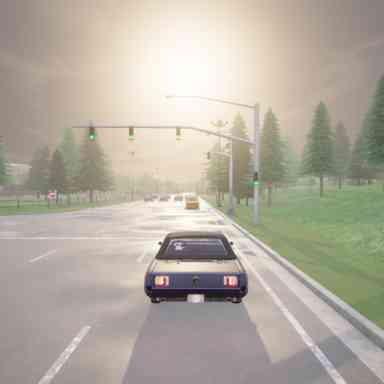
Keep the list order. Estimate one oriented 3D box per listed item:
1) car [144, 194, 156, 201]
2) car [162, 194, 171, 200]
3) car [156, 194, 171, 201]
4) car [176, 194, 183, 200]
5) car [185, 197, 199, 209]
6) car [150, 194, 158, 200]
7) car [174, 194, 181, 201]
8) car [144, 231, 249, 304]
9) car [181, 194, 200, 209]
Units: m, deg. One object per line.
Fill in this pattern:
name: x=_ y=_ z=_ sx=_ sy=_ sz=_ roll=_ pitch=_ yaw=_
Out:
car: x=-10.362 y=1.531 z=80.422 sx=2.033 sy=1.411 sz=5.357 roll=0 pitch=0 yaw=0
car: x=-6.844 y=1.372 z=90.836 sx=2.033 sy=1.411 sz=5.357 roll=0 pitch=0 yaw=0
car: x=-6.862 y=1.531 z=80.416 sx=2.033 sy=1.411 sz=5.357 roll=0 pitch=0 yaw=0
car: x=-3.344 y=1.356 z=90.830 sx=1.812 sy=1.442 sz=4.674 roll=0 pitch=0 yaw=0
car: x=0.028 y=1.576 z=49.784 sx=2.033 sy=1.411 sz=5.357 roll=-1 pitch=1 yaw=1
car: x=-10.344 y=1.332 z=90.842 sx=1.837 sy=1.490 sz=4.892 roll=0 pitch=0 yaw=0
car: x=-3.361 y=1.545 z=80.827 sx=1.994 sy=1.385 sz=4.181 roll=0 pitch=0 yaw=0
car: x=0.093 y=1.601 z=8.116 sx=1.895 sy=1.301 sz=4.718 roll=0 pitch=0 yaw=0
car: x=-0.050 y=1.084 z=46.302 sx=1.882 sy=1.535 sz=5.008 roll=-3 pitch=17 yaw=-3
